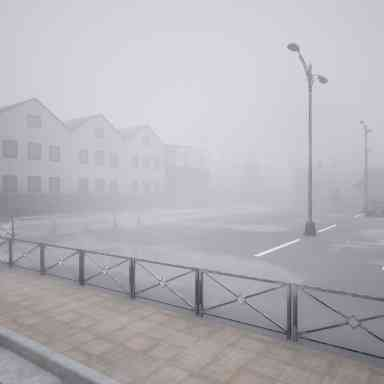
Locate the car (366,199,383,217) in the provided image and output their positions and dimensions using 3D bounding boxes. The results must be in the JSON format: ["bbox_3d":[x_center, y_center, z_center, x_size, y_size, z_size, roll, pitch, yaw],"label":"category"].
[{"bbox_3d":[15.327,1.298,26.875,2.007,1.523,4.514,0,0,35],"label":"car"}]
